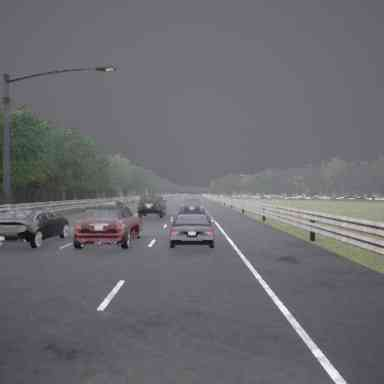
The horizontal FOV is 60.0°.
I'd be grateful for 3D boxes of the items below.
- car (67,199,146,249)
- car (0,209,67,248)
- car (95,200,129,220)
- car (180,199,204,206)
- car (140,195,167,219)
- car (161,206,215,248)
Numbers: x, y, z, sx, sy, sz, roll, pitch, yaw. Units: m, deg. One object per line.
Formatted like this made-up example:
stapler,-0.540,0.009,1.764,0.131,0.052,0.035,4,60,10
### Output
car,-3.499,1.364,14.620,2.097,1.767,4.553,0,0,0
car,-7.000,1.493,14.649,2.128,1.511,4.902,0,0,0
car,-7.000,1.519,29.649,1.837,1.490,4.892,0,0,0
car,0.001,1.369,29.621,2.097,1.767,4.553,0,0,0
car,-3.500,1.261,29.680,2.150,2.045,5.566,0,0,0
car,0.001,1.561,14.650,2.033,1.411,5.357,0,0,0
